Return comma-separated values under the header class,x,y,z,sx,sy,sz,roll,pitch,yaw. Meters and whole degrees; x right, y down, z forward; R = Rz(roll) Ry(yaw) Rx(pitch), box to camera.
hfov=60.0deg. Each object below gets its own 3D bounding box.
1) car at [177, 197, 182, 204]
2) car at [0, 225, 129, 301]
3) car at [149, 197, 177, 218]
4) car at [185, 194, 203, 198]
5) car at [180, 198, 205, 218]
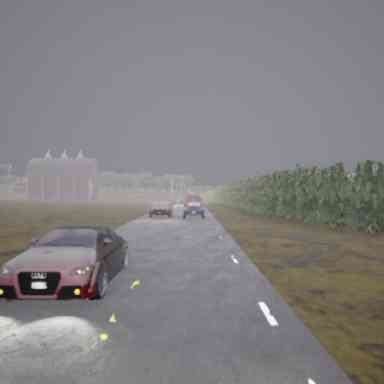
class,x,y,z,sx,sy,sz,roll,pitch,yaw
car,-2.568,1.692,63.621,2.128,1.511,4.902,0,0,1
car,-2.829,1.531,8.148,1.994,1.385,4.181,0,0,0
car,-2.669,1.444,29.835,1.882,1.535,5.008,0,0,0
car,0.199,1.267,43.314,2.150,2.045,5.566,0,0,1
car,0.162,1.494,29.699,1.812,1.442,4.674,0,0,0
